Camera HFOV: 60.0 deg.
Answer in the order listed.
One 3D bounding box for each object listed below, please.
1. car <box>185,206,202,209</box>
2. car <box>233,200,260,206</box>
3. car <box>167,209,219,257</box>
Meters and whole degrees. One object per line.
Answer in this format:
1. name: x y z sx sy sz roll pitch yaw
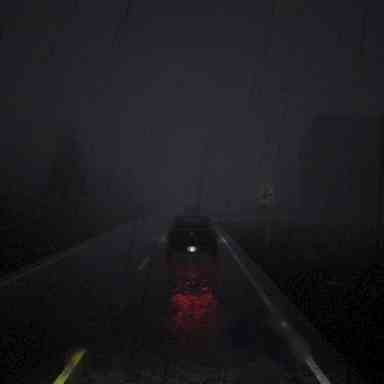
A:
1. car: 0.032 1.877 28.486 1.994 1.385 4.181 0 -1 0
2. car: 9.617 2.118 58.582 5.008 1.535 1.882 0 -1 -5
3. car: 0.023 1.656 13.522 1.837 1.490 4.892 0 0 0
